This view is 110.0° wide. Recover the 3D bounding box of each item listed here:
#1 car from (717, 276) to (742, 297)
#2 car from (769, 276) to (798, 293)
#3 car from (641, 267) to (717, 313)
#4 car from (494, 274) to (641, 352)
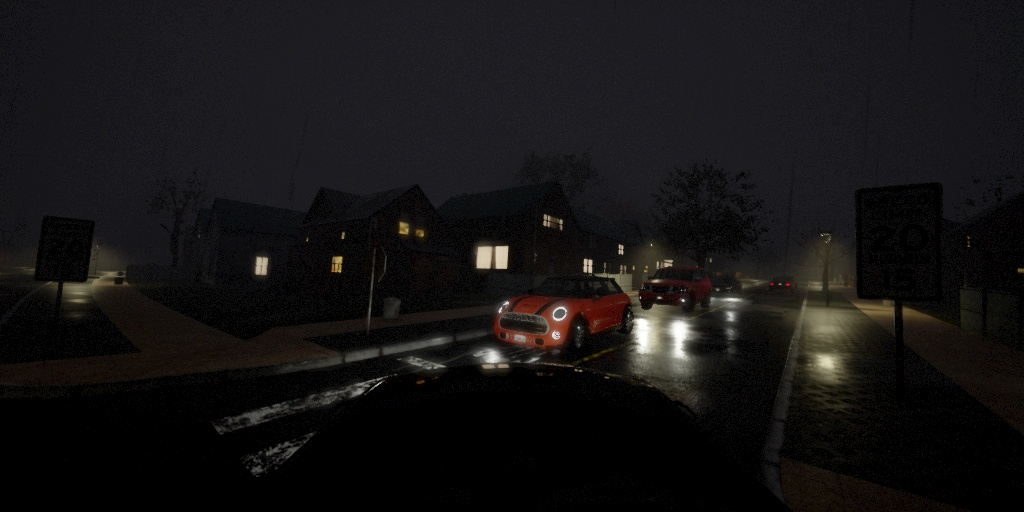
[{"bbox_3d":[16.041,2.247,27.095,1.837,1.490,4.892,0,-2,40],"label":"car"},{"bbox_3d":[25.729,2.670,34.157,2.033,1.411,5.357,0,-2,40],"label":"car"},{"bbox_3d":[8.226,1.545,17.763,2.150,2.045,5.566,0,-2,40],"label":"car"},{"bbox_3d":[1.582,1.320,9.744,2.097,1.767,4.553,0,-2,38],"label":"car"}]
